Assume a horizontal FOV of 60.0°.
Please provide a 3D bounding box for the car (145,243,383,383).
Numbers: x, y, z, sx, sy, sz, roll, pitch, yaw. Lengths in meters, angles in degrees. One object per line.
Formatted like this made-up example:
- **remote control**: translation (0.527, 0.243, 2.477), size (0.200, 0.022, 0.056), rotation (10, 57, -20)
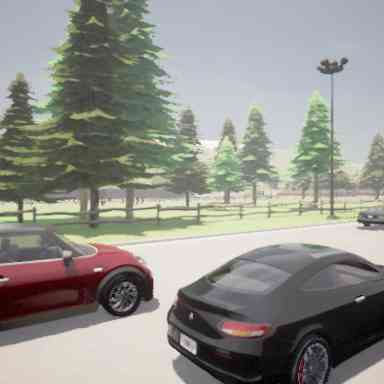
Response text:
- **car**: translation (1.834, 1.522, 5.053), size (4.674, 1.442, 1.812), rotation (0, 0, -36)

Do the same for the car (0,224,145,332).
- **car**: translation (-2.944, 1.351, 5.947), size (4.553, 1.767, 2.097), rotation (0, 0, -36)

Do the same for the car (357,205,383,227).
- **car**: translation (12.749, 1.530, 21.439), size (5.357, 1.411, 2.033), rotation (0, 0, -36)
